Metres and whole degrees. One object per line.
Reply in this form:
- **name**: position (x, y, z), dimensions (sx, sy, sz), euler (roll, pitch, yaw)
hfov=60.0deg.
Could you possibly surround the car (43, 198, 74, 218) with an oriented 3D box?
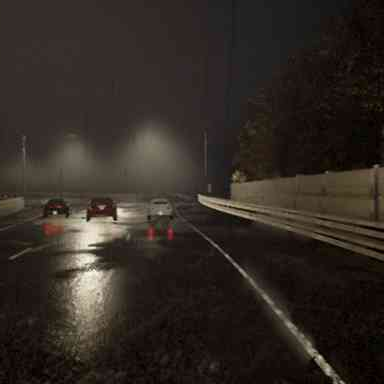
- **car**: position (-10.787, 1.249, 26.988), dimensions (1.837, 1.490, 4.892), euler (0, 1, -15)

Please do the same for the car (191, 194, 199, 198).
- **car**: position (0.847, 1.156, 94.136), dimensions (1.994, 1.385, 4.181), euler (0, -2, 8)

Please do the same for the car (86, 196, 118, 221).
- **car**: position (-6.663, 1.098, 24.928), dimensions (2.097, 1.767, 4.553), euler (0, 1, -13)

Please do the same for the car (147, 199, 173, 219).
- **car**: position (-2.453, 1.244, 25.456), dimensions (1.812, 1.442, 4.674), euler (0, 1, -7)
